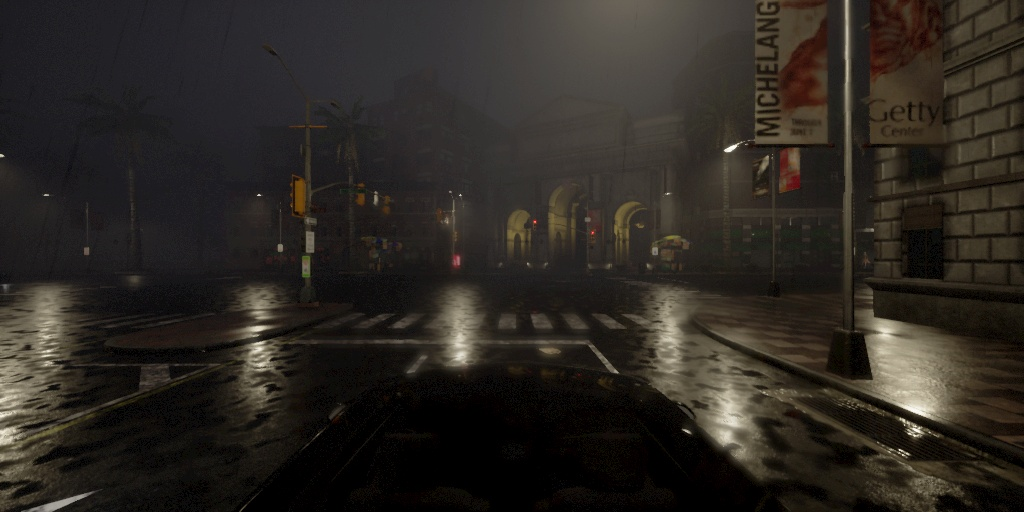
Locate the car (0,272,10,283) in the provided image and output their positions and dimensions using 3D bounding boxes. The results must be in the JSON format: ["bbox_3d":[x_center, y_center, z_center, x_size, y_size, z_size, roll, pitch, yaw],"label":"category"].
[{"bbox_3d":[-38.875,1.351,25.271,4.718,1.301,1.895,0,0,0],"label":"car"}]
